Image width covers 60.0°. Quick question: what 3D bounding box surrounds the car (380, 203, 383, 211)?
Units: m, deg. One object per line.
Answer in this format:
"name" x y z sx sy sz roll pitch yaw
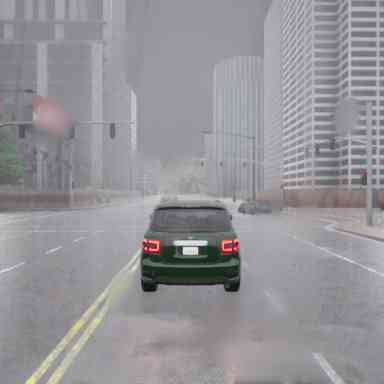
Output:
"car" 23.905 1.477 37.497 5.008 1.535 1.882 0 0 -1

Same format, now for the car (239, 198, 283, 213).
"car" 7.937 1.505 38.334 4.892 1.490 1.837 0 1 16

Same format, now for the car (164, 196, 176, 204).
"car" -4.120 1.525 62.634 1.812 1.442 4.674 0 0 0

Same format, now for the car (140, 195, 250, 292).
"car" -0.027 1.221 9.056 2.150 2.045 5.566 0 0 0

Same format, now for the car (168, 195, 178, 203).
"car" -4.159 1.478 73.091 1.882 1.535 5.008 0 0 -1

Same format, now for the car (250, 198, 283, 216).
"car" 6.625 1.564 32.369 4.181 1.385 1.994 0 0 -17

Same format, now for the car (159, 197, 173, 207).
"car" -4.054 1.505 52.414 1.837 1.490 4.892 0 0 0
